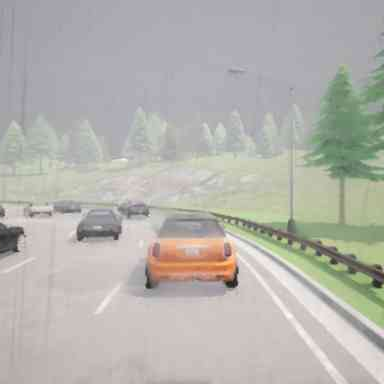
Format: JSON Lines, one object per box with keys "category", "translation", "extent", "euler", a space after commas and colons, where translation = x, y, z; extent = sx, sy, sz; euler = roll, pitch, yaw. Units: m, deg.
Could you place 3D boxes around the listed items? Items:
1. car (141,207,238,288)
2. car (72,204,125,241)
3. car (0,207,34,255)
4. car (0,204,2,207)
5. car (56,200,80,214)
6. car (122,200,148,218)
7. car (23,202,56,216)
{"category": "car", "translation": [-0.085, 1.332, 9.369], "extent": [2.097, 1.767, 4.553], "euler": [0, 0, -3]}
{"category": "car", "translation": [-4.565, 1.543, 16.812], "extent": [1.994, 1.385, 4.181], "euler": [0, 0, -10]}
{"category": "car", "translation": [-7.124, 1.477, 10.591], "extent": [1.882, 1.535, 5.008], "euler": [0, 0, -3]}
{"category": "car", "translation": [-18.357, 1.557, 30.233], "extent": [1.994, 1.385, 4.181], "euler": [0, 0, -38]}
{"category": "car", "translation": [-13.268, 1.531, 34.998], "extent": [1.994, 1.385, 4.181], "euler": [0, 0, -39]}
{"category": "car", "translation": [-5.275, 1.447, 29.239], "extent": [2.128, 1.511, 4.902], "euler": [0, 0, -27]}
{"category": "car", "translation": [-14.476, 1.580, 31.042], "extent": [1.895, 1.301, 4.718], "euler": [0, 0, -36]}
